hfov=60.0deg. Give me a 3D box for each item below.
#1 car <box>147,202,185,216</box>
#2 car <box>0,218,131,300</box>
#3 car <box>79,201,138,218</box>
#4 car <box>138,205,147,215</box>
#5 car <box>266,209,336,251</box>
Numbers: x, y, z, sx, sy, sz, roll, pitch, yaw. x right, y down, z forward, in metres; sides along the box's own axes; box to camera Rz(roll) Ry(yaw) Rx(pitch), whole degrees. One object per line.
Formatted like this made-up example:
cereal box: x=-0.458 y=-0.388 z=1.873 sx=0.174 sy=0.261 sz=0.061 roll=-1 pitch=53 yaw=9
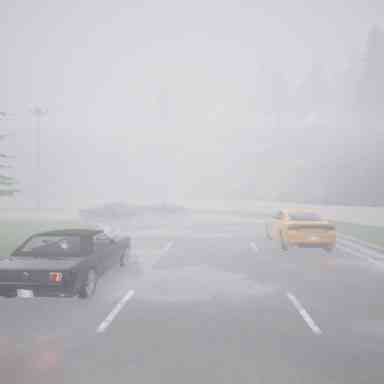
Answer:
car: x=-3.048 y=1.574 z=32.088 sx=4.718 sy=1.301 sz=1.895 roll=0 pitch=0 yaw=34
car: x=-2.941 y=1.594 z=8.392 sx=1.895 sy=1.301 sz=4.718 roll=0 pitch=0 yaw=3
car: x=-6.892 y=1.579 z=26.447 sx=4.718 sy=1.301 sz=1.895 roll=0 pitch=0 yaw=35
car: x=-6.798 y=1.501 z=30.130 sx=4.674 sy=1.442 sz=1.812 roll=0 pitch=0 yaw=26
car: x=4.414 y=1.466 z=14.151 sx=1.882 sy=1.535 sz=5.008 roll=0 pitch=0 yaw=3
